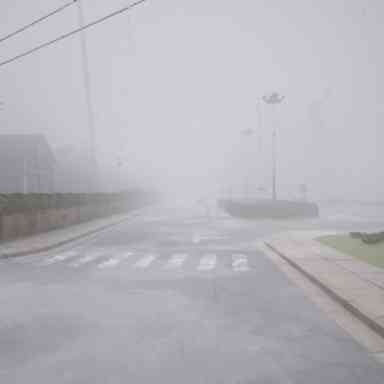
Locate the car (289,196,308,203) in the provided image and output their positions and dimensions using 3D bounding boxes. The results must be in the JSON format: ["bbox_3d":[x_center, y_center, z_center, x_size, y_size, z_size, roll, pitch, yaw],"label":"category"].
[{"bbox_3d":[17.958,1.524,56.811,1.837,1.490,4.892,0,0,-11],"label":"car"}]

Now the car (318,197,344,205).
[{"bbox_3d":[23.442,1.512,56.116,3.905,1.438,1.784,0,0,1],"label":"car"}]

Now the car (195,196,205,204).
[{"bbox_3d":[1.616,1.602,66.772,2.128,1.511,4.902,0,0,1],"label":"car"}]
